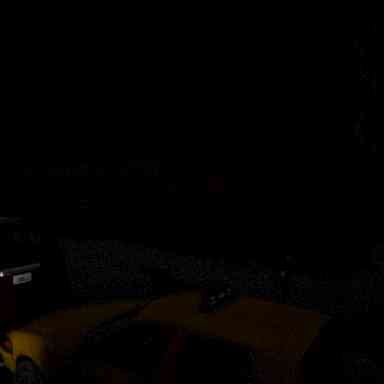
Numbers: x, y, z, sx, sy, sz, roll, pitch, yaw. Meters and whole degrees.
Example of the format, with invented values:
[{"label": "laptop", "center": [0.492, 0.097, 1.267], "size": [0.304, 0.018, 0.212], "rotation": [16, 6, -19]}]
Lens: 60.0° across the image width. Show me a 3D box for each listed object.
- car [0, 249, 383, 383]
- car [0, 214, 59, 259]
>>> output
[{"label": "car", "center": [0.016, 1.532, 3.062], "size": [4.829, 1.417, 1.752], "rotation": [0, 1, 36]}, {"label": "car", "center": [-4.393, 1.344, 6.208], "size": [5.009, 1.841, 2.192], "rotation": [0, 1, 36]}]
